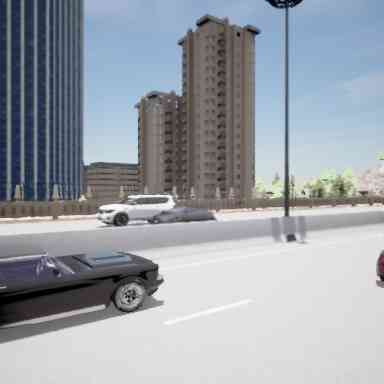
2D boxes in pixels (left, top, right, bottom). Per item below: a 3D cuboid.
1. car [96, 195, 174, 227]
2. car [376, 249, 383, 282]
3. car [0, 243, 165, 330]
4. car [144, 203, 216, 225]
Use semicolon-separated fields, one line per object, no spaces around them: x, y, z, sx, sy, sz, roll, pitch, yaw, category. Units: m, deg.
-3.653;1.226;22.887;5.566;2.045;2.150;0;0;-36;car
6.500;1.569;8.386;4.181;1.385;1.994;0;0;-36;car
-2.892;1.601;5.984;4.718;1.301;1.895;0;0;-36;car
-0.501;1.569;20.836;4.181;1.385;1.994;0;0;-36;car
